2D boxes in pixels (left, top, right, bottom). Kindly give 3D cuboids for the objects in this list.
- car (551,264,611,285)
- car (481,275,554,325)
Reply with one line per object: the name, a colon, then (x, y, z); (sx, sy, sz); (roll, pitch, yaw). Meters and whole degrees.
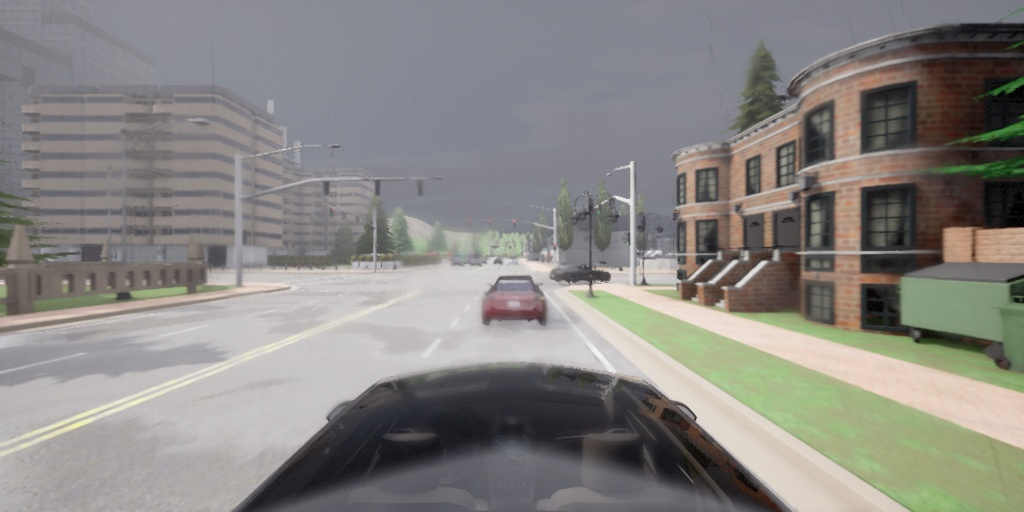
car: (5.089, 1.294, 26.550); (4.674, 1.442, 1.812); (0, -1, -23)
car: (0.093, 1.318, 11.909); (1.994, 1.385, 4.181); (0, 0, 1)
